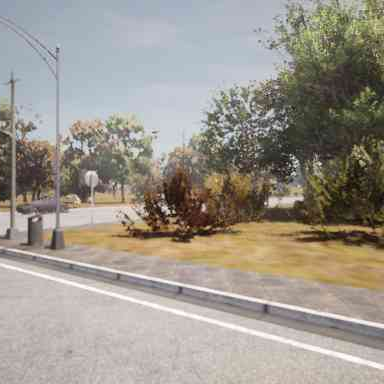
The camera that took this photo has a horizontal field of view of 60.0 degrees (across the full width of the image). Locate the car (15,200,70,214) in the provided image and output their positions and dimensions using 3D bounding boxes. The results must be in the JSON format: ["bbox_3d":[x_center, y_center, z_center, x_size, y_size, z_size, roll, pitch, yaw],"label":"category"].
[{"bbox_3d":[-14.982,1.489,33.532,2.033,1.411,5.357,0,0,32],"label":"car"}]
